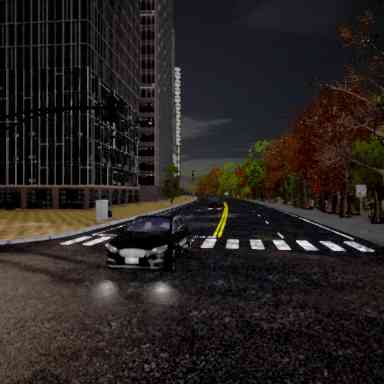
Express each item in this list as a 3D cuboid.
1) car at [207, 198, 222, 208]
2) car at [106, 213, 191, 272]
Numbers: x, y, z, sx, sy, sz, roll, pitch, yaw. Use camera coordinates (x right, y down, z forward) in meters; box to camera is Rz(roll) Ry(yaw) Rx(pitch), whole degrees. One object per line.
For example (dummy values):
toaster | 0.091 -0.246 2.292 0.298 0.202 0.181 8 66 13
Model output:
car | 3.309 1.546 48.193 2.033 1.411 5.357 0 0 6
car | -1.203 1.496 10.969 2.128 1.511 4.902 0 0 8
